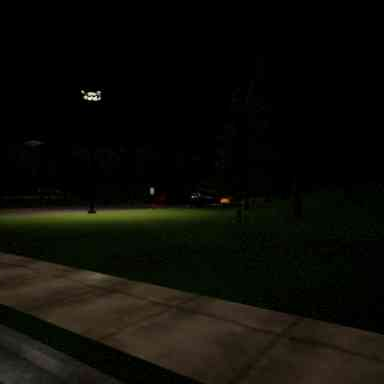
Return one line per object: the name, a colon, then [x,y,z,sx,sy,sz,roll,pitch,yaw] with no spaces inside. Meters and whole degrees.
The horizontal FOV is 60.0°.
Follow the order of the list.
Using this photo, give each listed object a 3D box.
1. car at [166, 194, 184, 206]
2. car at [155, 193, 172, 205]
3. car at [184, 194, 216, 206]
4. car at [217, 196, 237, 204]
car: [-1.641,1.486,55.794,1.837,1.490,4.892,0,0,37]
car: [-4.150,1.201,58.277,2.150,2.045,5.566,0,0,36]
car: [1.397,1.461,54.010,1.882,1.535,5.008,0,0,37]
car: [7.225,1.461,62.062,1.882,1.535,5.008,0,0,36]
